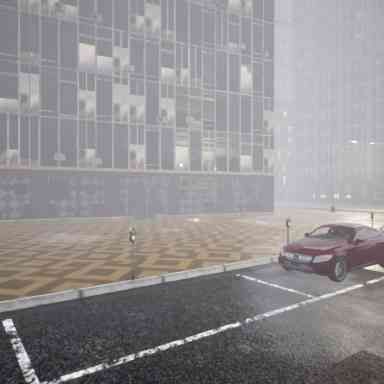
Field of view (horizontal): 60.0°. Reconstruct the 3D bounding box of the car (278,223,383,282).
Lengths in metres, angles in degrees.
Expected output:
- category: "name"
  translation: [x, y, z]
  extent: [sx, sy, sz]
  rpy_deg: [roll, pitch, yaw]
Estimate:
- category: "car"
  translation: [4.325, 1.579, 9.657]
  extent: [4.206, 1.307, 1.802]
  rpy_deg: [0, 0, -36]
